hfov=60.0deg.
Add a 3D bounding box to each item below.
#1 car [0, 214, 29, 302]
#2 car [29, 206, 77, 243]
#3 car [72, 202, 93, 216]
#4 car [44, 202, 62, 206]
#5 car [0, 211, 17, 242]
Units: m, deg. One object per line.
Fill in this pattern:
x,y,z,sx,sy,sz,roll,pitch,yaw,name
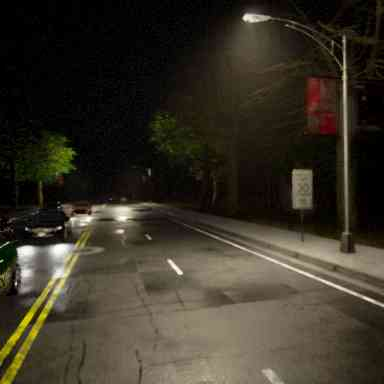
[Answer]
-4.587,1.447,5.776,2.097,1.767,4.553,-1,0,-14,car
-7.446,1.708,17.560,1.812,1.442,4.674,-1,0,-14,car
-11.956,1.801,36.342,1.882,1.535,5.008,-1,0,-13,car
-15.315,1.885,36.434,1.837,1.490,4.892,-1,-1,-13,car
-10.698,1.799,17.174,1.994,1.385,4.181,-1,0,-14,car
